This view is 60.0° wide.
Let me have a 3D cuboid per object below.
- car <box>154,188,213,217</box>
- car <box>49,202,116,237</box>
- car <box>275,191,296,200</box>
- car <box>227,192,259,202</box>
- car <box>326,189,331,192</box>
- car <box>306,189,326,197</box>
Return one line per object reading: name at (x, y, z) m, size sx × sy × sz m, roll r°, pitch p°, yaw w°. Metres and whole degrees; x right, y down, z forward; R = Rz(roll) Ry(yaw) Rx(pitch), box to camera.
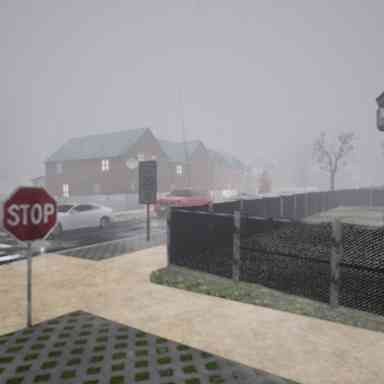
car at (-0.473, 0.705, 24.806) m, size 2.150 × 2.045 × 5.566 m, roll 0°, pitch 1°, yaw 34°
car at (-5.946, 1.245, 16.650) m, size 1.812 × 1.442 × 4.674 m, roll 0°, pitch 1°, yaw 36°
car at (12.477, 0.511, 44.216) m, size 1.994 × 1.385 × 4.181 m, roll 0°, pitch 1°, yaw 34°
car at (5.164, 0.735, 33.289) m, size 2.128 × 1.511 × 4.902 m, roll 0°, pitch 1°, yaw 34°
car at (21.799, 0.237, 53.084) m, size 1.994 × 1.385 × 4.181 m, roll 0°, pitch 1°, yaw 34°
car at (16.275, 0.414, 44.738) m, size 1.812 × 1.442 × 4.674 m, roll 0°, pitch 1°, yaw 33°
